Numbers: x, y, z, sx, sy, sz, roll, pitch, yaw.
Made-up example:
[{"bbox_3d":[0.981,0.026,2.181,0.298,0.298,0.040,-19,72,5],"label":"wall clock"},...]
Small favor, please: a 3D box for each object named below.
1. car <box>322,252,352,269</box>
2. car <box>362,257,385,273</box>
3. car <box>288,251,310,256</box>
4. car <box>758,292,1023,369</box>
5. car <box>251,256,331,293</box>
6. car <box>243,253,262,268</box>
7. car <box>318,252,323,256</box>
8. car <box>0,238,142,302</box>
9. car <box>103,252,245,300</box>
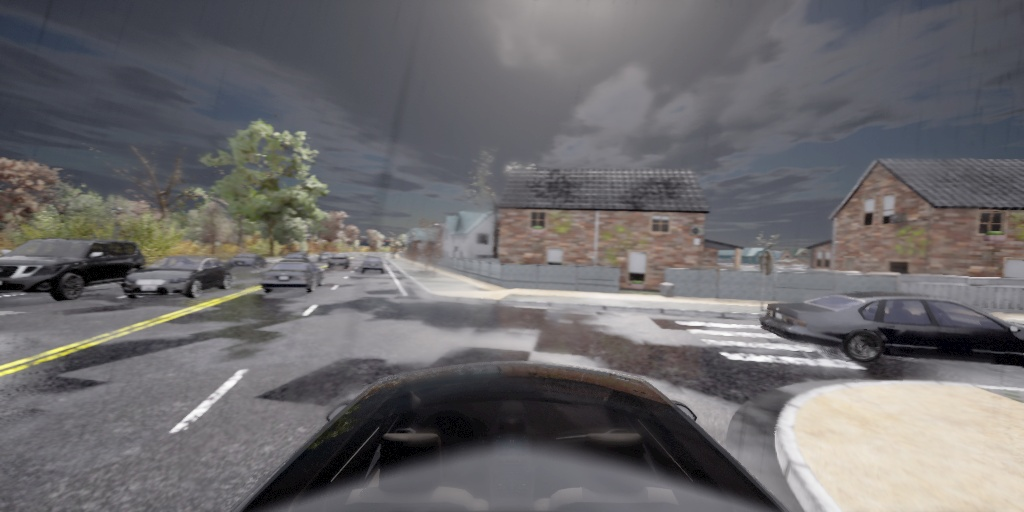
[{"bbox_3d":[-17.555,0.508,36.498,2.128,1.511,4.902,2,0,-21],"label":"car"},{"bbox_3d":[-12.440,0.762,32.166,2.033,1.411,5.357,2,0,-21],"label":"car"},{"bbox_3d":[-19.810,0.513,32.740,1.994,1.385,4.181,2,0,-21],"label":"car"},{"bbox_3d":[8.790,1.559,7.969,5.357,1.411,2.033,2,1,13],"label":"car"},{"bbox_3d":[-10.107,0.893,16.854,2.033,1.411,5.357,2,0,-21],"label":"car"},{"bbox_3d":[-22.480,0.424,30.616,1.994,1.385,4.181,2,0,-21],"label":"car"},{"bbox_3d":[-27.413,0.098,53.047,2.128,1.511,4.902,2,0,-21],"label":"car"},{"bbox_3d":[-15.724,0.378,12.807,2.150,2.045,5.566,2,0,-21],"label":"car"},{"bbox_3d":[-12.720,0.752,14.024,2.128,1.511,4.902,2,0,-21],"label":"car"}]
